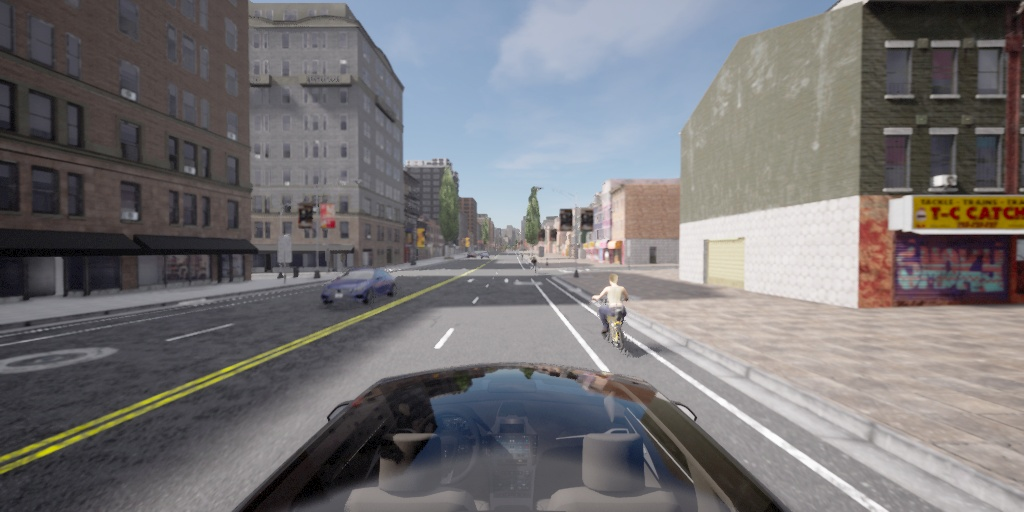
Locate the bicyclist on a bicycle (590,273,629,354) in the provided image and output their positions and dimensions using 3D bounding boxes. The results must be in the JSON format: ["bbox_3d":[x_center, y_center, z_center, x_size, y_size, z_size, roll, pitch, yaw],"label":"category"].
[{"bbox_3d":[2.174,1.181,7.782,0.866,1.612,1.509,0,0,0],"label":"bicyclist on a bicycle"}]

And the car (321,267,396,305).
[{"bbox_3d":[-6.587,1.252,15.994,1.812,1.442,4.674,0,0,0],"label":"car"}]

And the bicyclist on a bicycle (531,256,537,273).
[{"bbox_3d":[2.235,0.880,36.586,0.659,1.776,1.843,-1,1,0],"label":"bicyclist on a bicycle"}]
